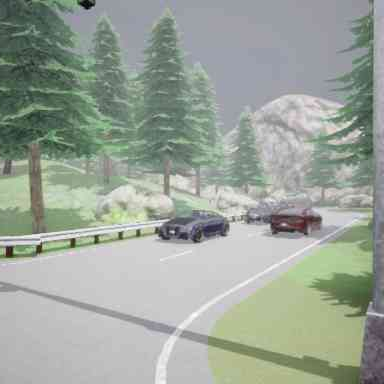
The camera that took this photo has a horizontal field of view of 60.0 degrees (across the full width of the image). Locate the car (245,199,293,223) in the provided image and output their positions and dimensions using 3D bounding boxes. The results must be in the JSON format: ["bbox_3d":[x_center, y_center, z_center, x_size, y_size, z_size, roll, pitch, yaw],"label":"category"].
[{"bbox_3d":[5.581,1.516,24.780,2.128,1.511,4.902,0,0,33],"label":"car"}]

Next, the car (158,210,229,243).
[{"bbox_3d":[0.198,1.581,16.418,1.994,1.385,4.181,0,0,33],"label":"car"}]

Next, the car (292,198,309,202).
[{"bbox_3d":[10.891,1.537,33.510,1.837,1.490,4.892,0,0,26],"label":"car"}]

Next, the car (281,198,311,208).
[{"bbox_3d":[15.640,1.633,50.109,1.994,1.385,4.181,1,0,-28],"label":"car"}]

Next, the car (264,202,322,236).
[{"bbox_3d":[5.964,1.551,18.727,1.882,1.535,5.008,0,-1,33],"label":"car"}]
